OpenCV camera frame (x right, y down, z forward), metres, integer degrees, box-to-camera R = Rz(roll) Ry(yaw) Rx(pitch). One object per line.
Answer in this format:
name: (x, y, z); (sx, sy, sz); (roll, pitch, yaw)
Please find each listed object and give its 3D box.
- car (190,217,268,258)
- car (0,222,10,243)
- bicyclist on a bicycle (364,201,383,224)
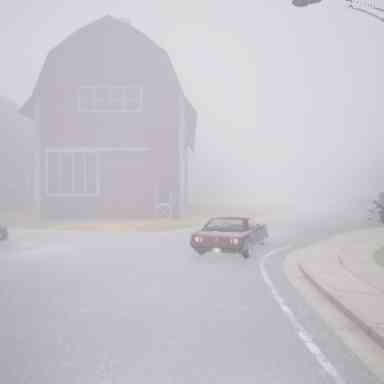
car: (1.644, 1.592, 12.847); (1.895, 1.301, 4.718); (0, 0, 22)
car: (-10.207, 1.492, 13.949); (5.008, 1.535, 1.882); (0, 0, 11)
bicyclist on a bicycle: (12.514, 1.402, 22.363); (1.656, 1.620, 0.582); (0, 0, 33)
